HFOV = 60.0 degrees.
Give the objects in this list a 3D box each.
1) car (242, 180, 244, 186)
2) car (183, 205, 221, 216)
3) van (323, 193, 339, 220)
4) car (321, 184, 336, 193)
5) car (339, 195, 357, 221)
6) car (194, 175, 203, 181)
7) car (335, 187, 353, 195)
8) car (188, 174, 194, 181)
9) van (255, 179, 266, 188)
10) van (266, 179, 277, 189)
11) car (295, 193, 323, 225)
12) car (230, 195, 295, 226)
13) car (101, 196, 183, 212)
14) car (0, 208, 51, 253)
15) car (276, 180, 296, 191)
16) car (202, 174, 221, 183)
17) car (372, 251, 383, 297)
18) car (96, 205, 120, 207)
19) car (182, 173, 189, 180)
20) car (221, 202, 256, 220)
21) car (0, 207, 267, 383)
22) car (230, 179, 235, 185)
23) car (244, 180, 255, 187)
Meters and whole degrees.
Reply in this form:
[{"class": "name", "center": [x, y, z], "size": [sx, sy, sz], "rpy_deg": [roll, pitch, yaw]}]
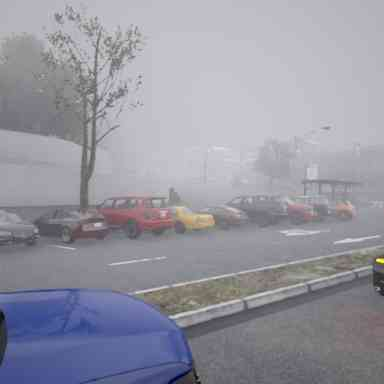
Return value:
[{"class": "car", "center": [12.430, -2.063, 76.194], "size": [2.002, 1.452, 4.674], "rpy_deg": [7, 4, 35]}, {"class": "car", "center": [-1.273, 1.499, 19.476], "size": [5.366, 1.575, 1.946], "rpy_deg": [-1, -1, 35]}, {"class": "van", "center": [8.826, 1.289, 26.216], "size": [4.442, 1.987, 1.878], "rpy_deg": [-1, -1, 35]}, {"class": "car", "center": [24.500, -0.445, 58.899], "size": [2.435, 2.045, 5.566], "rpy_deg": [7, 3, 35]}, {"class": "car", "center": [11.239, 1.394, 27.961], "size": [4.553, 1.767, 2.185], "rpy_deg": [-1, -1, 35]}, {"class": "car", "center": [3.755, -3.718, 88.443], "size": [2.435, 2.045, 5.566], "rpy_deg": [7, 4, 34]}, {"class": "car", "center": [26.186, 0.117, 56.424], "size": [2.002, 1.452, 4.674], "rpy_deg": [7, 3, 35]}, {"class": "car", "center": [1.966, -3.870, 90.913], "size": [2.185, 1.767, 4.553], "rpy_deg": [6, 3, 34]}, {"class": "van", "center": [15.825, -1.783, 71.136], "size": [1.878, 1.987, 4.442], "rpy_deg": [7, 4, 35]}, {"class": "van", "center": [17.549, -1.510, 68.661], "size": [1.878, 1.987, 4.442], "rpy_deg": [7, 4, 35]}, {"class": "car", "center": [6.285, 1.260, 24.551], "size": [5.566, 2.045, 2.435], "rpy_deg": [-1, -1, 35]}, {"class": "car", "center": [3.768, 1.257, 22.851], "size": [5.566, 2.045, 2.435], "rpy_deg": [-1, -1, 35]}, {"class": "car", "center": [-3.596, 1.245, 17.653], "size": [5.566, 2.045, 2.435], "rpy_deg": [-1, -1, 35]}, {"class": "car", "center": [-8.468, 1.493, 14.171], "size": [4.892, 1.521, 2.231], "rpy_deg": [-1, -1, 35]}, {"class": "car", "center": [19.305, -1.012, 66.295], "size": [2.231, 1.521, 4.892], "rpy_deg": [7, 3, 35]}, {"class": "car", "center": [5.602, -3.195, 86.180], "size": [1.946, 1.575, 5.366], "rpy_deg": [7, 3, 34]}, {"class": "car", "center": [5.821, 1.512, 7.256], "size": [4.892, 1.490, 1.837], "rpy_deg": [0, 0, -35]}, {"class": "car", "center": [-6.045, 1.523, 15.913], "size": [4.792, 1.488, 2.163], "rpy_deg": [-1, -1, 35]}, {"class": "car", "center": [0.241, -4.104, 93.386], "size": [2.185, 1.767, 4.553], "rpy_deg": [4, 1, 34]}, {"class": "car", "center": [1.337, 1.544, 21.098], "size": [4.674, 1.452, 2.002], "rpy_deg": [-1, -1, 35]}, {"class": "car", "center": [-2.430, 1.221, 1.403], "size": [5.566, 2.045, 2.150], "rpy_deg": [0, 0, -35]}, {"class": "car", "center": [10.692, -2.336, 78.660], "size": [2.002, 1.452, 4.674], "rpy_deg": [7, 3, 35]}, {"class": "car", "center": [14.256, -1.831, 73.870], "size": [1.946, 1.575, 5.366], "rpy_deg": [7, 3, 35]}]
